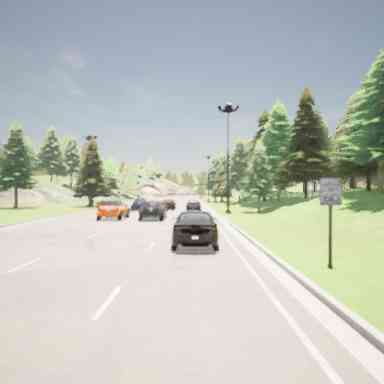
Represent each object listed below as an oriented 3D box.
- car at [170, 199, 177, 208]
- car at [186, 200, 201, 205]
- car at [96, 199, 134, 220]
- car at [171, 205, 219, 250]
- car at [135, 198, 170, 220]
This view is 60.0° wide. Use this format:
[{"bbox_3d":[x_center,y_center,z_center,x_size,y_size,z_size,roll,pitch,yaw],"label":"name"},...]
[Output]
[{"bbox_3d":[-3.314,1.745,48.304,1.882,1.535,5.008,0,0,0],"label":"car"},{"bbox_3d":[0.187,1.742,42.573,2.128,1.511,4.902,0,0,0],"label":"car"},{"bbox_3d":[-6.889,1.493,29.588,2.097,1.767,4.553,0,0,1],"label":"car"},{"bbox_3d":[0.127,1.566,14.858,1.882,1.535,5.008,0,0,0],"label":"car"},{"bbox_3d":[-3.374,1.509,29.560,2.097,1.767,4.553,0,0,1],"label":"car"}]
